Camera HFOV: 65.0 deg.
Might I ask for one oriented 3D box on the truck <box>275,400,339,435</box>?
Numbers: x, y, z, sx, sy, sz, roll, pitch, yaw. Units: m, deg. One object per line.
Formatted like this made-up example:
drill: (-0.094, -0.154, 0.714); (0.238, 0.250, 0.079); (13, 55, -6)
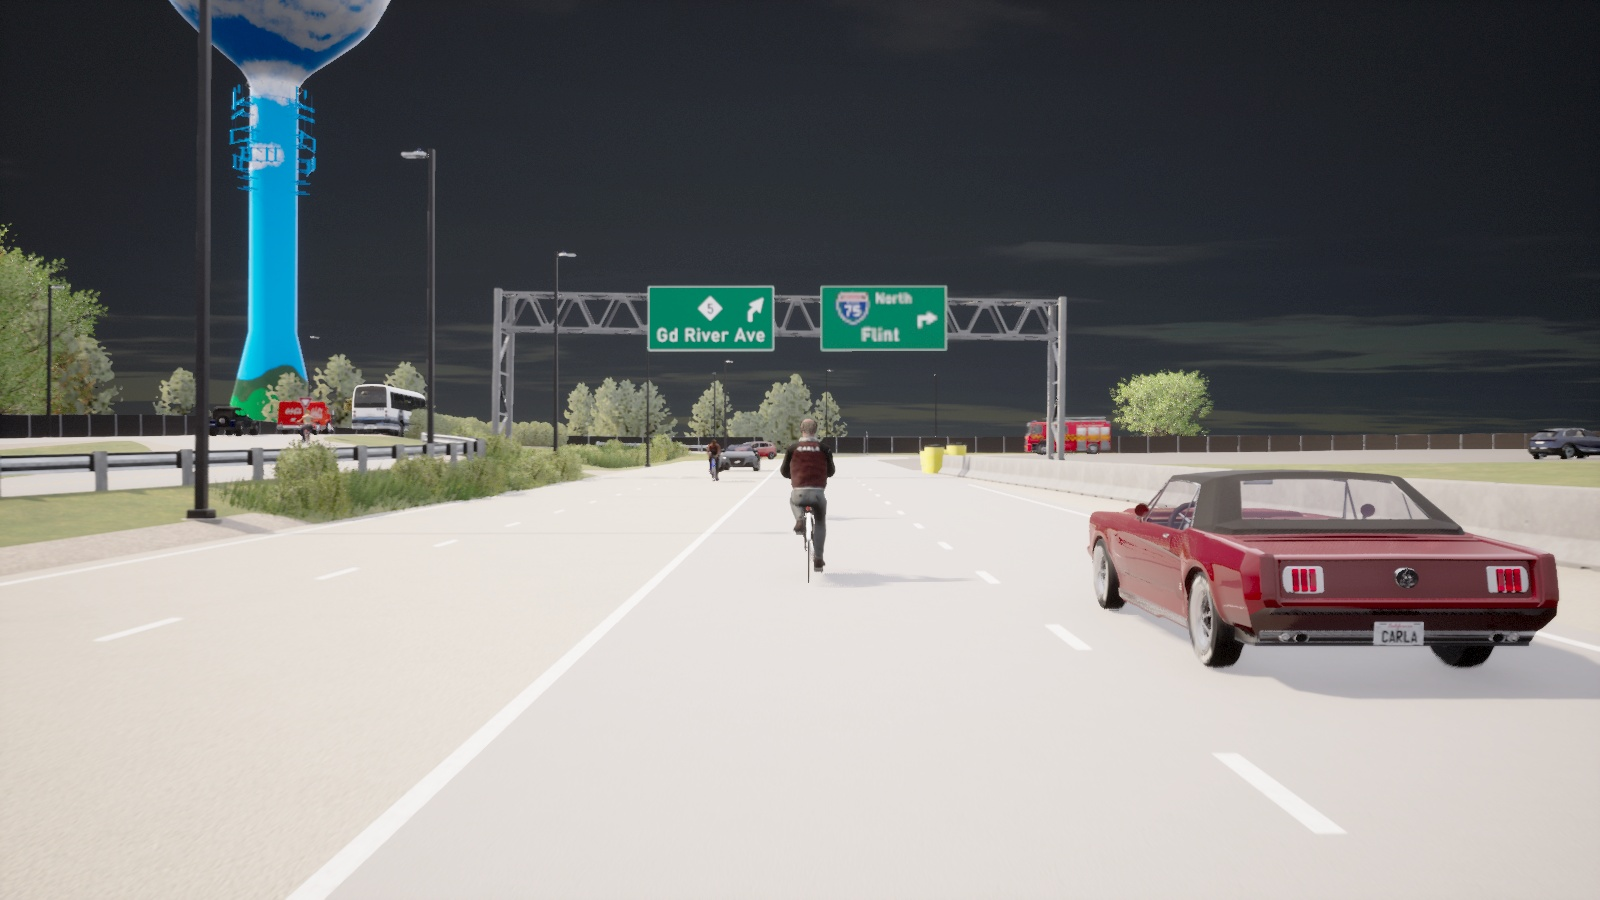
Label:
truck: (-36.184, -2.383, 92.320); (2.627, 2.467, 5.204); (0, 1, 0)

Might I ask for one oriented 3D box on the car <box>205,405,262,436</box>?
car: (-35.973, -1.883, 79.819); (1.905, 1.878, 3.866); (0, 1, -1)

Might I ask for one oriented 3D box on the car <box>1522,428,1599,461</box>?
car: (39.972, -0.275, 64.691); (4.856, 1.649, 2.033); (-1, 0, -18)

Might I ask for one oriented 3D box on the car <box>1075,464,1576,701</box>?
car: (3.571, 0.796, 9.661); (1.895, 1.301, 4.718); (0, 0, 0)

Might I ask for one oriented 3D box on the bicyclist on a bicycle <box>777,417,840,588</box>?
bicyclist on a bicycle: (0.096, 0.539, 13.984); (0.659, 1.776, 1.843); (0, 1, 0)

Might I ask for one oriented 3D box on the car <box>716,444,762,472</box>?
car: (-3.083, 0.401, 64.296); (1.994, 1.385, 4.181); (0, 0, 2)
